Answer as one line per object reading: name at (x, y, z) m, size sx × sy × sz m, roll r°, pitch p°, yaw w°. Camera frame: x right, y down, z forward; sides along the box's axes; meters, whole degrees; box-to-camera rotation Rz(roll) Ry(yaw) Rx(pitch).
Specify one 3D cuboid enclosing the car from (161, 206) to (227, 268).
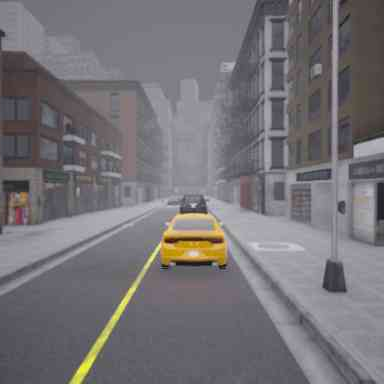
car at (0.078, 1.455, 11.192) m, size 1.882 × 1.535 × 5.008 m, roll 0°, pitch 0°, yaw 1°

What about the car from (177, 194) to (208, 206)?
car at (0.133, 1.169, 27.932) m, size 2.150 × 2.045 × 5.566 m, roll 0°, pitch 0°, yaw 1°

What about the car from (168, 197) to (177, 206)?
car at (-2.696, 1.461, 52.012) m, size 1.994 × 1.385 × 4.181 m, roll 0°, pitch 0°, yaw 0°
